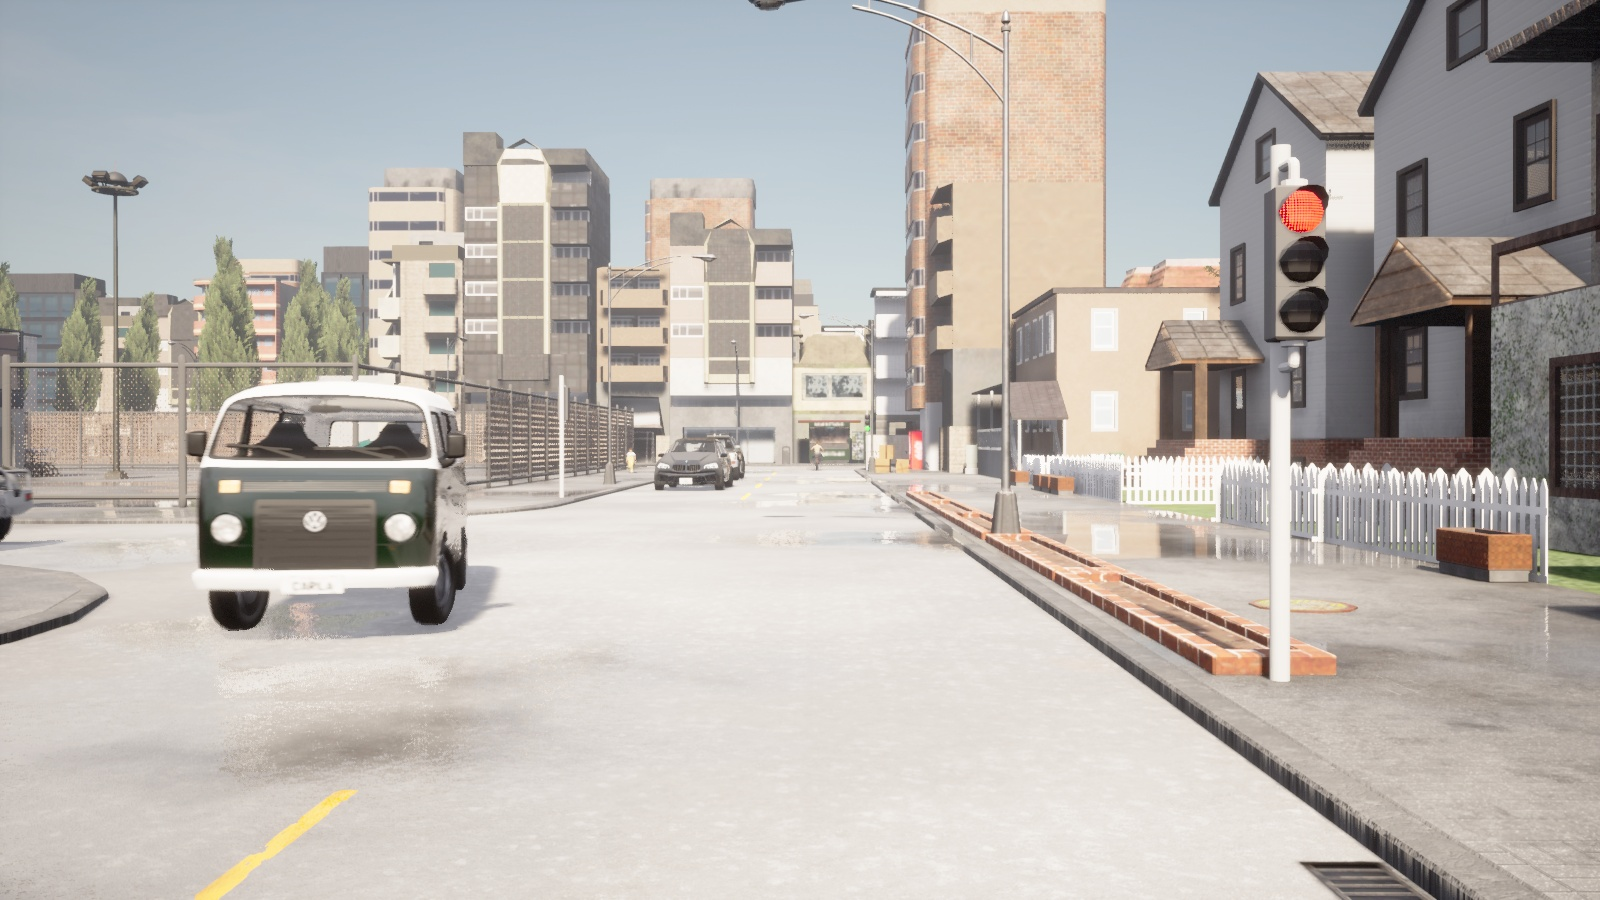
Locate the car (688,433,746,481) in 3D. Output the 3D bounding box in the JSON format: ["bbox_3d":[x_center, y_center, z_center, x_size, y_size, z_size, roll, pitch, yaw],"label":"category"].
[{"bbox_3d":[-3.313,0.273,50.980,1.932,1.855,4.605,0,0,2],"label":"car"}]

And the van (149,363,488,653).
[{"bbox_3d":[-3.984,0.403,11.233,2.069,2.038,4.480,1,0,-11],"label":"van"}]

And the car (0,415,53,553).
[{"bbox_3d":[-13.089,0.456,17.181,4.605,1.855,1.932,0,0,1],"label":"car"}]

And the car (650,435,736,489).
[{"bbox_3d":[-3.419,0.357,41.005,2.242,1.667,4.611,0,0,2],"label":"car"}]
